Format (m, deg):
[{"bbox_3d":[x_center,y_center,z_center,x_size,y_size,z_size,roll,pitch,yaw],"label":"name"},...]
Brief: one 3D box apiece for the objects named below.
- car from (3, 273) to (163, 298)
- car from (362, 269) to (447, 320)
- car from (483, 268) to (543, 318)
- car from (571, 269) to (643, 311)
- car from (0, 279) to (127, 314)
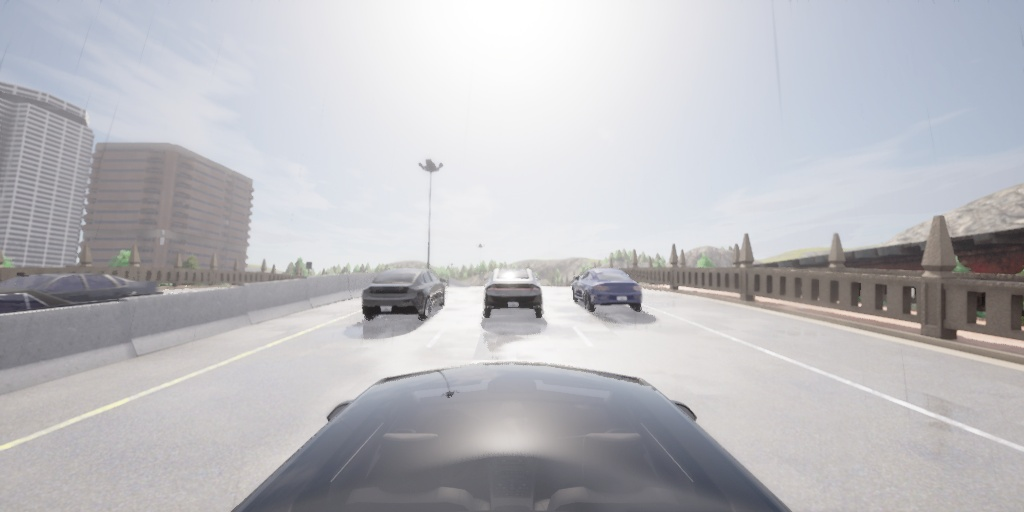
[{"bbox_3d":[-14.139,1.238,11.127,2.033,1.411,5.357,0,0,0],"label":"car"},{"bbox_3d":[-3.474,1.192,12.269,1.837,1.490,4.892,0,0,0],"label":"car"},{"bbox_3d":[0.022,1.180,12.703,2.128,1.511,4.902,0,0,0],"label":"car"},{"bbox_3d":[3.514,1.219,13.809,1.812,1.442,4.674,0,0,0],"label":"car"},{"bbox_3d":[-10.624,1.317,6.603,1.895,1.301,4.718,0,0,0],"label":"car"}]
